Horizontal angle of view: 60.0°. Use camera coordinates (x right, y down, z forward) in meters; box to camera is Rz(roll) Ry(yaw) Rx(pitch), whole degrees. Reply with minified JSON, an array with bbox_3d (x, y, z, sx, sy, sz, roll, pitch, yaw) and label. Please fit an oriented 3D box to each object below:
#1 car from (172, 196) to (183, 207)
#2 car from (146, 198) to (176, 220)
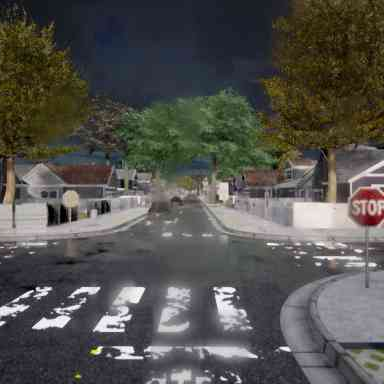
[{"bbox_3d":[-2.511,1.490,53.633,1.837,1.490,4.892,0,0,0],"label":"car"},{"bbox_3d":[-2.626,1.556,27.827,1.837,1.490,4.892,0,0,0],"label":"car"}]
